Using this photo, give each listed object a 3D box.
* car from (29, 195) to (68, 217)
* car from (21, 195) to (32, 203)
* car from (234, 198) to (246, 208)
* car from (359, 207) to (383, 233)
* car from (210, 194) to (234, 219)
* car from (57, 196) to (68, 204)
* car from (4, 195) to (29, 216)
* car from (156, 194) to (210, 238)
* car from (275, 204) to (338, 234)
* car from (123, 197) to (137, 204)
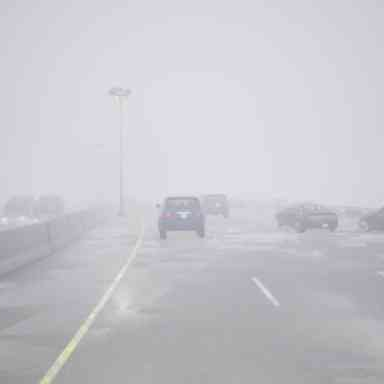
[{"bbox_3d":[-14.145,1.344,33.258,2.150,2.045,5.566,-1,0,-12],"label":"car"},{"bbox_3d":[-35.211,1.471,70.631,2.033,1.411,5.357,-1,0,-28],"label":"car"},{"bbox_3d":[5.331,1.465,44.136,1.895,1.301,4.718,-1,0,-15],"label":"car"},{"bbox_3d":[10.011,1.358,15.881,1.837,1.490,4.892,0,0,-6],"label":"car"},{"bbox_3d":[1.482,1.159,28.111,2.150,2.045,5.566,0,0,-10],"label":"car"},{"bbox_3d":[-28.052,1.635,72.067,1.882,1.535,5.008,-1,0,-26],"label":"car"},{"bbox_3d":[-18.278,1.388,35.675,2.150,2.045,5.566,-1,0,-13],"label":"car"},{"bbox_3d":[-0.693,1.199,17.697,2.150,2.045,5.566,0,0,-7],"label":"car"},{"bbox_3d":[6.152,1.387,18.448,2.128,1.511,4.902,-1,0,-7],"label":"car"},{"bbox_3d":[-11.741,1.590,62.689,2.033,1.411,5.357,-1,0,-24],"label":"car"}]
